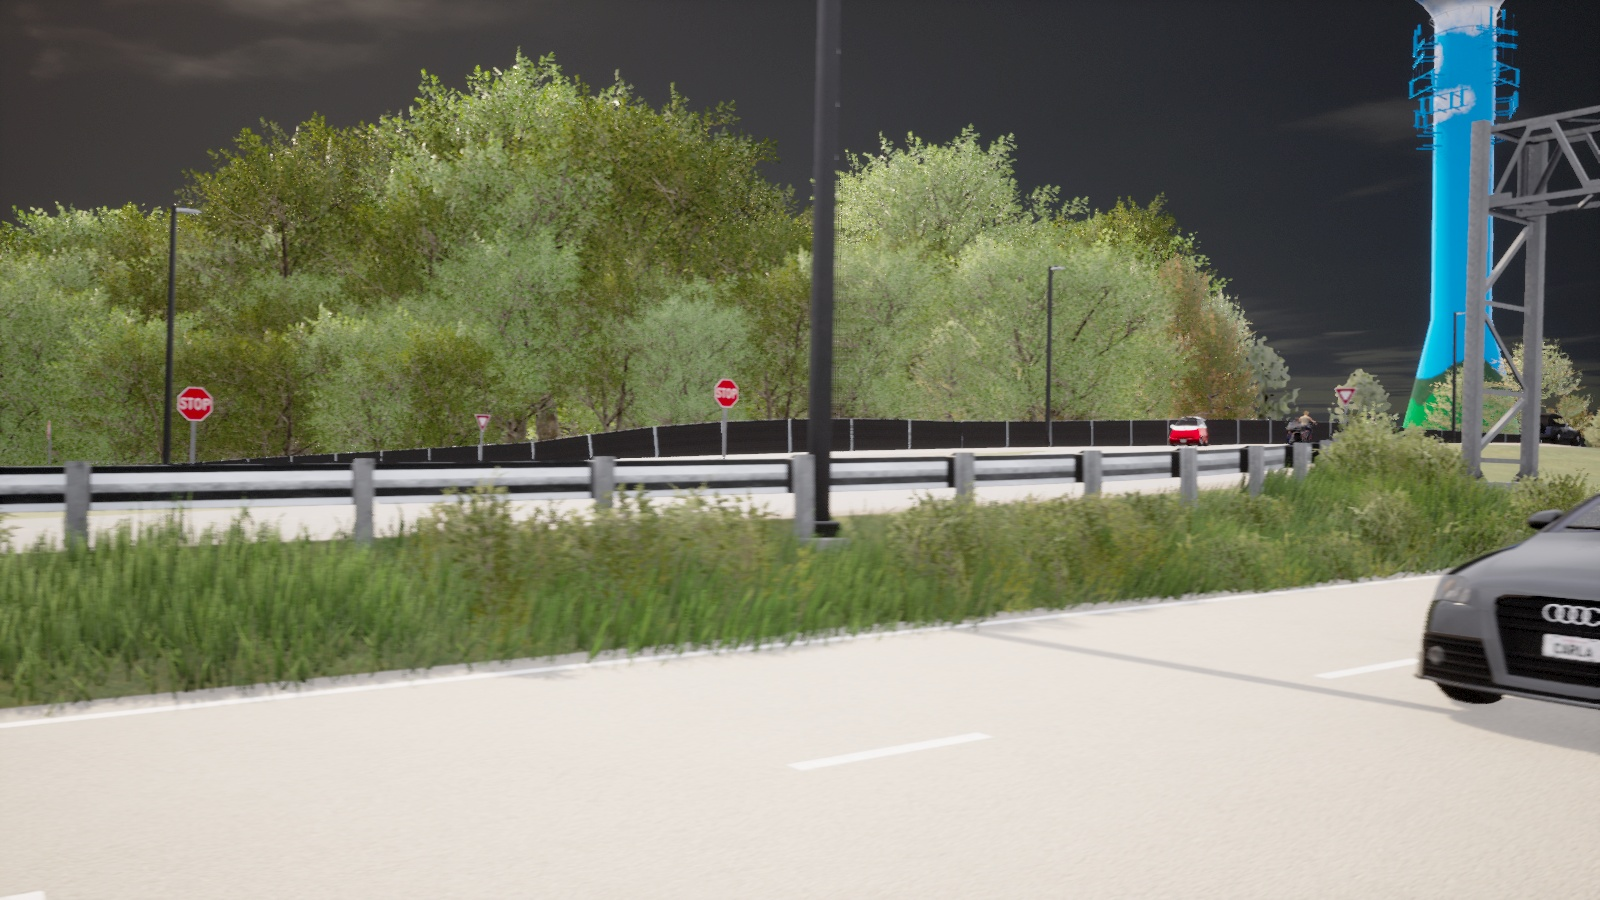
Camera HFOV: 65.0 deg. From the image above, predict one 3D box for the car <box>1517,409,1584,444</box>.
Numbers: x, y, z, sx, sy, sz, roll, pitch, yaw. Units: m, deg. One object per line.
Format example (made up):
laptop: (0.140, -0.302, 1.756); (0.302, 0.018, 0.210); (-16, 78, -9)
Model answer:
car: (44.470, -1.361, 74.382); (3.866, 1.878, 1.905); (3, -2, -34)

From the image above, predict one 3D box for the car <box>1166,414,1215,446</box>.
car: (17.684, -0.904, 56.862); (1.481, 1.376, 2.207); (0, 0, 35)

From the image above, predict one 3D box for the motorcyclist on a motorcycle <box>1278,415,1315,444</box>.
motorcyclist on a motorcycle: (26.267, -1.093, 66.370); (2.191, 1.530, 0.866); (-1, 1, -40)

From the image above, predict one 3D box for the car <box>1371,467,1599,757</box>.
car: (5.527, 0.812, 7.504); (4.181, 1.385, 1.994); (0, 0, -35)
